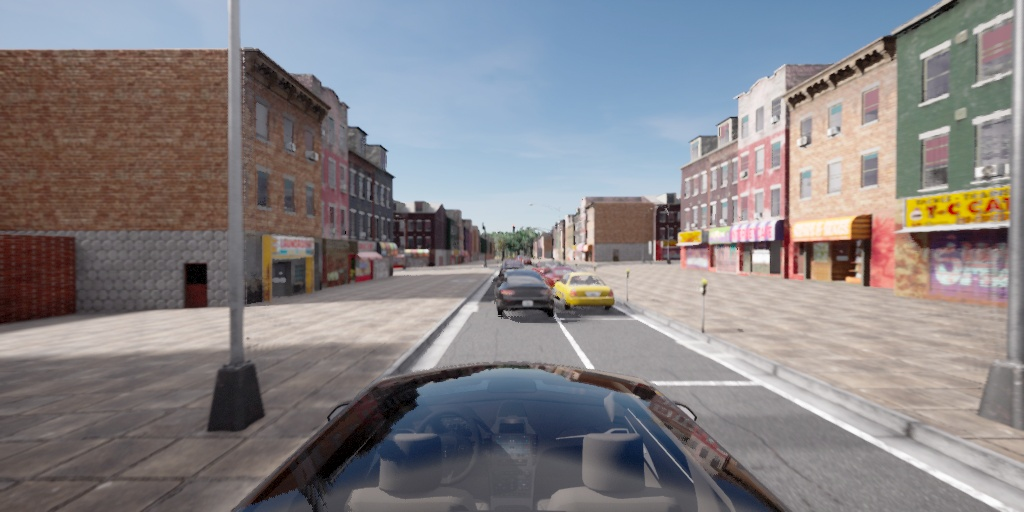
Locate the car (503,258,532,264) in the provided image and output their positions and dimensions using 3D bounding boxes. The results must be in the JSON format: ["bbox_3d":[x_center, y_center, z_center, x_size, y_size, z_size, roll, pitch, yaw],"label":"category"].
[{"bbox_3d":[0.097,1.095,24.766,2.128,1.511,4.902,0,0,0],"label":"car"}]

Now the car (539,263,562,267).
[{"bbox_3d":[2.646,1.216,19.281,1.802,1.307,4.207,0,0,0],"label":"car"}]

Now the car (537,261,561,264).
[{"bbox_3d":[2.649,1.043,24.747,1.967,1.591,4.097,0,0,0],"label":"car"}]

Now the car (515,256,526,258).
[{"bbox_3d":[0.082,1.028,35.174,1.882,1.535,5.008,0,0,0],"label":"car"}]

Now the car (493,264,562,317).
[{"bbox_3d":[0.325,1.201,12.750,1.812,1.442,4.674,0,0,-4],"label":"car"}]

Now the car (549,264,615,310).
[{"bbox_3d":[2.643,1.194,13.984,1.751,1.417,4.829,0,0,0],"label":"car"}]
